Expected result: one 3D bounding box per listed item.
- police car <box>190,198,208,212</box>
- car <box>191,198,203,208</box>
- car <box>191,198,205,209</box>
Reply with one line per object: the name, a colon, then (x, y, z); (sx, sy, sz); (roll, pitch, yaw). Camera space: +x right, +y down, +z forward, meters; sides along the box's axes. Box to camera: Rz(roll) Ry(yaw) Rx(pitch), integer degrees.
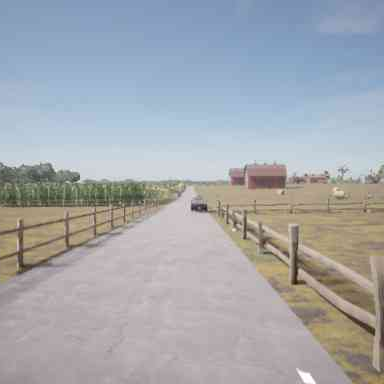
police car: (0.825, 1.544, 39.333); (1.930, 1.638, 5.238); (0, 0, 0)
car: (0.825, 1.737, 55.227); (1.837, 1.490, 4.892); (0, 0, 0)
car: (0.825, 1.644, 49.227); (1.882, 1.535, 5.008); (0, 0, 0)
